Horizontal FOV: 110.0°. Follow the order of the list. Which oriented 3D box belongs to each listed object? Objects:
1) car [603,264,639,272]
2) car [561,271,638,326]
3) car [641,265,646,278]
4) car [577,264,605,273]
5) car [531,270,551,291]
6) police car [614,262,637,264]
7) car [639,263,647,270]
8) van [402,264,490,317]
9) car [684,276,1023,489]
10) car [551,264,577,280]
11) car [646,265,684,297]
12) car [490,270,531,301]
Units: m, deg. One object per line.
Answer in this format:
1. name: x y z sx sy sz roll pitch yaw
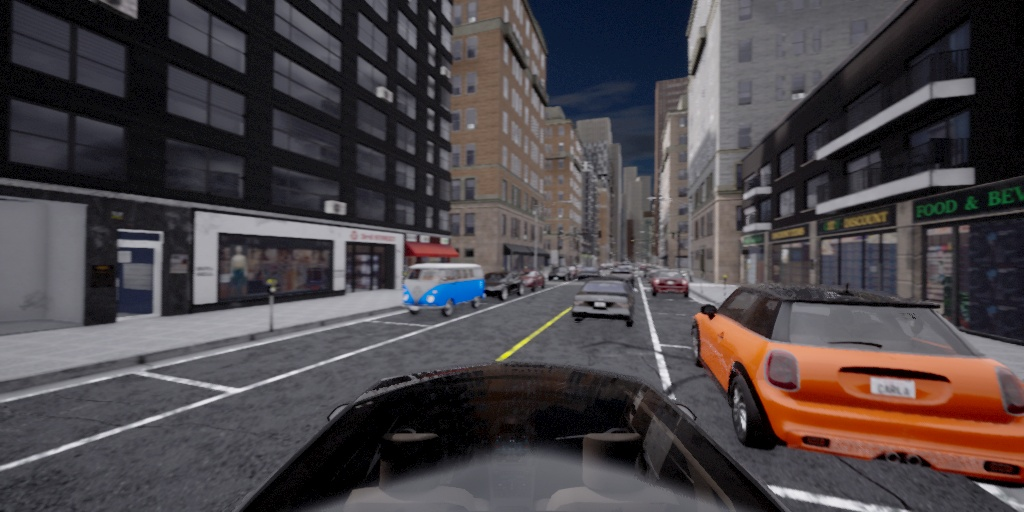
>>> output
1. car: 8.627 1.597 28.095 2.128 1.511 4.902 0 -1 19
2. car: 3.282 1.439 12.418 2.033 1.411 5.357 0 -1 19
3. car: 12.715 1.742 31.551 2.007 1.370 4.403 0 0 19
4. car: 7.559 1.709 34.809 2.033 1.411 5.357 0 -1 19
5. car: 1.095 1.558 23.892 1.802 1.307 4.207 0 0 19
6. police car: 13.250 1.726 41.951 1.930 1.638 5.238 0 -1 19
7. car: 16.267 1.903 41.963 1.948 1.339 4.313 0 0 19
8. van: -2.457 1.174 13.479 1.690 1.789 3.998 0 0 19
9. car: 3.972 1.183 5.108 2.097 1.767 4.553 0 -1 19
10. car: 4.647 1.687 34.304 1.948 1.339 4.313 0 0 19
11. car: 9.163 1.486 21.138 1.967 1.591 4.097 0 0 19
12. car: -0.681 1.470 18.686 1.948 1.339 4.313 0 0 19
